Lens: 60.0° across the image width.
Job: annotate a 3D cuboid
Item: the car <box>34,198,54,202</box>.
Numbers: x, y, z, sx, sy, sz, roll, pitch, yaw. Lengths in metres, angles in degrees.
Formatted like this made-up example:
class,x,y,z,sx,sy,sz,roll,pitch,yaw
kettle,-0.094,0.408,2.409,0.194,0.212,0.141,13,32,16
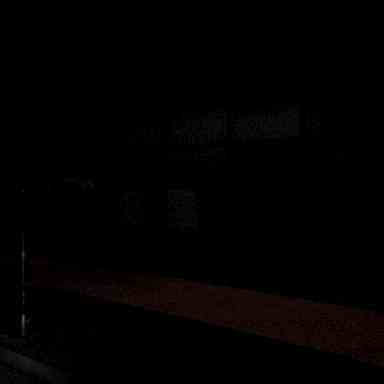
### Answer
class,x,y,z,sx,sy,sz,roll,pitch,yaw
car,-13.378,1.309,30.130,1.837,1.490,4.892,0,0,26
